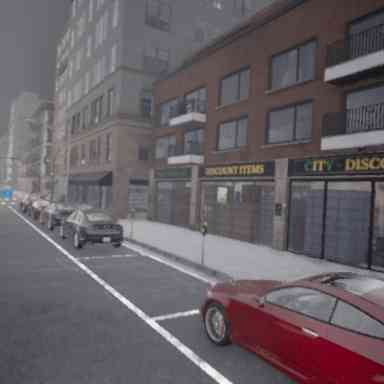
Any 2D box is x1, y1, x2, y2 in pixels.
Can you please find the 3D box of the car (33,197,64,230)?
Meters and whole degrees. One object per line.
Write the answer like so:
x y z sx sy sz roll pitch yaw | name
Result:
-7.117 1.245 18.157 2.008 1.369 4.403 3 0 -33 | car

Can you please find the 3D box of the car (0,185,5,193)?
-45.849 -0.791 78.870 2.192 1.841 5.009 3 0 -33 | car

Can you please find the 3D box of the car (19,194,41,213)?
-13.047 0.860 27.459 1.967 1.590 4.097 3 0 -33 | car

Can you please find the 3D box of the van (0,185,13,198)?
-30.575 -0.050 54.931 1.690 1.788 3.998 3 0 -33 | van

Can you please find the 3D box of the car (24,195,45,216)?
-10.087 1.139 22.807 1.802 1.307 4.206 3 0 -33 | car

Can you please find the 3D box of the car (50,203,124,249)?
-4.149 1.382 13.506 2.008 1.369 4.403 3 0 -33 | car

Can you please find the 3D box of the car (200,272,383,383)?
1.786 1.687 4.204 1.802 1.307 4.206 3 0 -33 | car
